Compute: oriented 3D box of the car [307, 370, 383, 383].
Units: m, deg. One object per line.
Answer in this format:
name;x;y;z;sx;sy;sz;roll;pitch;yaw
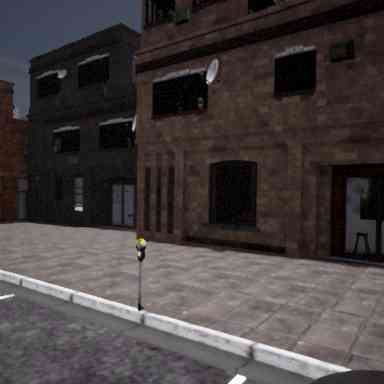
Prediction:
car;2.409;1.550;1.140;4.403;1.369;2.008;0;1;36
